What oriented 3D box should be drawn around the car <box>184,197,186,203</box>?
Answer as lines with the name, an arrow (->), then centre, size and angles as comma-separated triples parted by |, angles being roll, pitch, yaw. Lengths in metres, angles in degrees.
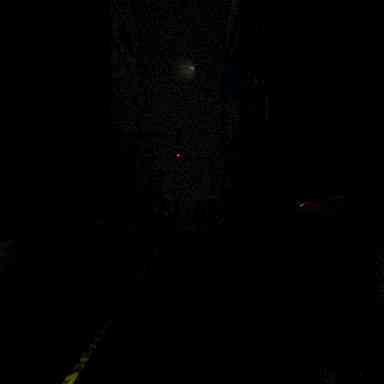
car -> -2.448, 1.544, 57.173 | 2.033, 1.411, 5.357 | 0, 0, 1

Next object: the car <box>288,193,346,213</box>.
car -> 12.456, 1.110, 33.349 | 5.009, 1.841, 2.192 | -1, 1, 1

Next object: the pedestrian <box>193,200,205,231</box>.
pedestrian -> 0.408, 1.286, 18.648 | 0.375, 1.860, 0.375 | 0, 0, 1

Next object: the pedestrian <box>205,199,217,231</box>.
pedestrian -> 1.092, 1.286, 19.240 | 0.375, 1.860, 0.375 | 0, 0, 1

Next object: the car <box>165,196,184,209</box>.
car -> -2.585, 1.553, 45.499 | 1.994, 1.385, 4.181 | 0, 0, 1

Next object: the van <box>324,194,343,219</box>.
van -> 12.383, 1.198, 24.825 | 3.998, 1.788, 1.690 | -1, 1, 1

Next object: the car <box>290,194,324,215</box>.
car -> 11.758, 1.176, 30.706 | 4.553, 1.767, 2.097 | -1, 0, 0

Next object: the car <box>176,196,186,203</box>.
car -> -2.214, 1.563, 70.104 | 1.994, 1.385, 4.181 | 0, 0, 1

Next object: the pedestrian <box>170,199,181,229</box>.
pedestrian -> -1.021, 1.286, 19.863 | 0.375, 1.860, 0.375 | 0, 0, 1
